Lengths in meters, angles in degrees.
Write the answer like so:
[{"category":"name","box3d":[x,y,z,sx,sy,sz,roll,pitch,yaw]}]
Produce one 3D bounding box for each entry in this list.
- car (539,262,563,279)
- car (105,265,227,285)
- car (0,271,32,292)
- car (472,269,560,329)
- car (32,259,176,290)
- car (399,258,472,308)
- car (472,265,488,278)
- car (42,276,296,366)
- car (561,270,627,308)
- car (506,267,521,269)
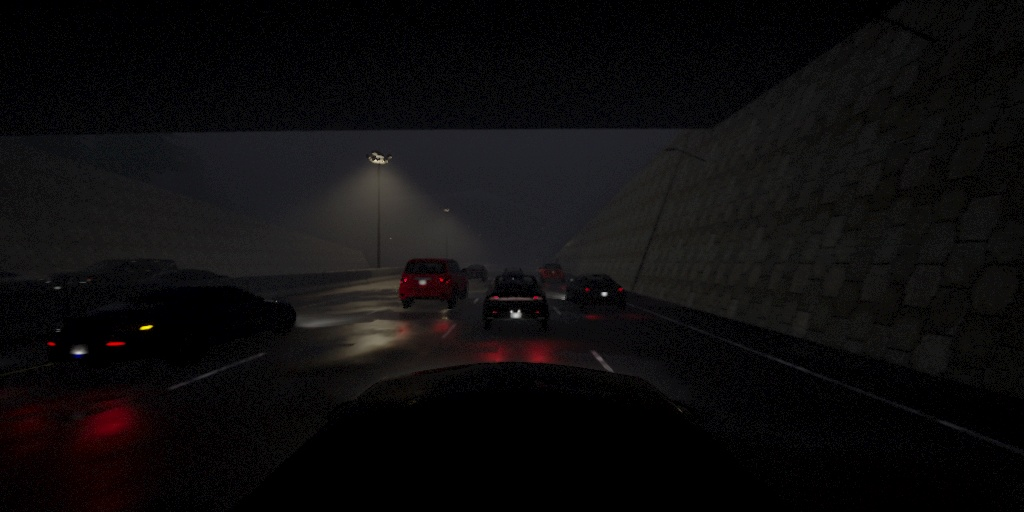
[{"category":"car","box3d":[3.620,1.450,33.421,2.097,1.767,4.553,0,-1,0]},{"category":"car","box3d":[-17.588,1.415,18.922,1.882,1.535,5.008,0,-1,0]},{"category":"car","box3d":[-24.587,1.546,19.754,1.895,1.301,4.718,0,-1,0]},{"category":"car","box3d":[0.106,1.351,11.691,2.128,1.511,4.902,0,-1,0]},{"category":"car","box3d":[-21.088,1.164,19.423,2.150,2.045,5.566,0,-1,0]},{"category":"car","box3d":[-3.380,1.131,16.332,2.150,2.045,5.566,0,-1,0]},{"category":"car","box3d":[-3.380,1.588,34.667,1.882,1.535,5.008,0,-1,0]},{"category":"car","box3d":[-6.909,1.344,8.029,1.812,1.442,4.674,0,-1,0]},{"category":"car","box3d":[3.608,1.471,16.011,1.994,1.385,4.181,0,-1,0]},{"category":"car","box3d":[0.121,1.700,33.616,1.895,1.301,4.718,0,-1,0]}]
